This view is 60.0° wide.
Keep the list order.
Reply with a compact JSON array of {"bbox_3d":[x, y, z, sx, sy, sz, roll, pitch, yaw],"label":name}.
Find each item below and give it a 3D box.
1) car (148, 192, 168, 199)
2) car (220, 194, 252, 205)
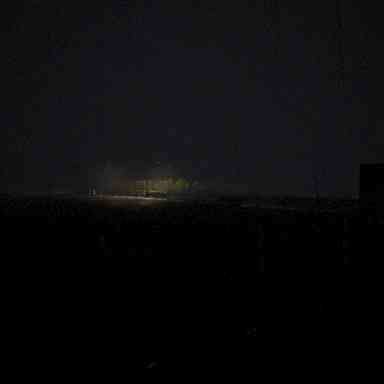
[{"bbox_3d":[-6.439,0.594,62.286,1.895,1.301,4.718,0,1,-35],"label":"car"},{"bbox_3d":[5.907,0.974,44.815,1.895,1.301,4.718,0,1,-35],"label":"car"}]
